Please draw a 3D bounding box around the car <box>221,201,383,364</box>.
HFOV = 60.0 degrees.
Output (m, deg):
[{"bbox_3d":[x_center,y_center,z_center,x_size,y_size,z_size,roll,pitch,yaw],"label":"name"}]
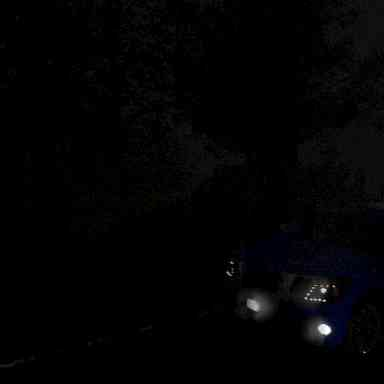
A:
[{"bbox_3d":[3.120,1.217,6.218,5.566,2.045,2.150,0,0,-36],"label":"car"}]
